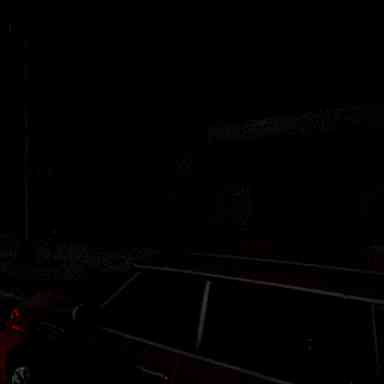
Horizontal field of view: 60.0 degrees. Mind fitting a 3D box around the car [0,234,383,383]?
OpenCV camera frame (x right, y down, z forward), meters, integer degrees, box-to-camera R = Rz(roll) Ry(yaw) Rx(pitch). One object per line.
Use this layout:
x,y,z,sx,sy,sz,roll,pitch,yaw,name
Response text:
0.382,1.320,2.804,5.009,1.841,2.192,0,0,36,car
